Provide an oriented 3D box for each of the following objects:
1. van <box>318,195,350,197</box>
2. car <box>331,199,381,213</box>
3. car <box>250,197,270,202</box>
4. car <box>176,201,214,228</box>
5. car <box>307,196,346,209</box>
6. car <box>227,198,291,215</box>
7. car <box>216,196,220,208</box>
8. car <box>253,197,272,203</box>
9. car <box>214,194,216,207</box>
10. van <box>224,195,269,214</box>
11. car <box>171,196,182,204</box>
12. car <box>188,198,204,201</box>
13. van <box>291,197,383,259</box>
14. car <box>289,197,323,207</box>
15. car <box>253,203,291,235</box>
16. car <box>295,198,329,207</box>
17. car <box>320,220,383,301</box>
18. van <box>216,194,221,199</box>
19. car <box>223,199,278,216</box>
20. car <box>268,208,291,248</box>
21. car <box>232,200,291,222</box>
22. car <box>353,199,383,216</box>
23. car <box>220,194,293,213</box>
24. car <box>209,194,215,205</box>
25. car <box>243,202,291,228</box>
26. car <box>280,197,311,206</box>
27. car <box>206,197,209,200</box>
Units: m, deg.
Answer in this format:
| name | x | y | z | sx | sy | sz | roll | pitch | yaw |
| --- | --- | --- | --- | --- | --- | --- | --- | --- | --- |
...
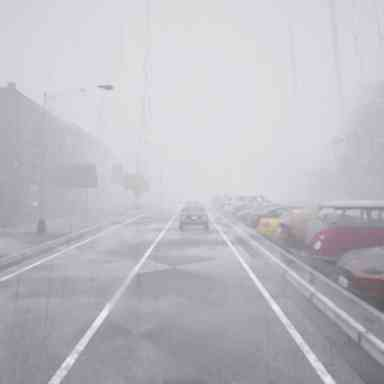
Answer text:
| name | x | y | z | sx | sy | sz | roll | pitch | yaw |
| --- | --- | --- | --- | --- | --- | --- | --- | --- | --- |
| van | 18.803 | 1.324 | 43.594 | 4.442 | 1.987 | 1.878 | 0 | 0 | 0 |
| car | 18.687 | 1.571 | 38.021 | 4.674 | 1.452 | 2.002 | 0 | 0 | 0 |
| car | 18.734 | 2.069 | 91.928 | 5.008 | 1.535 | 2.097 | 0 | -1 | 0 |
| car | 0.106 | 1.563 | 21.993 | 2.033 | 1.411 | 5.357 | 0 | 0 | 0 |
| car | 18.656 | 1.436 | 46.374 | 4.553 | 1.767 | 2.185 | 0 | 0 | 0 |
| car | 5.616 | 1.495 | 26.709 | 4.892 | 1.521 | 2.231 | 0 | 0 | 0 |
| car | 5.604 | 1.532 | 37.926 | 4.892 | 1.521 | 2.231 | 0 | 0 | 0 |
| car | 18.723 | 2.068 | 88.779 | 4.674 | 1.452 | 2.002 | 0 | -1 | 0 |
| car | 5.576 | 1.424 | 43.535 | 4.553 | 1.767 | 2.185 | 0 | 0 | 0 |
| van | 5.728 | 1.296 | 35.124 | 4.442 | 1.987 | 1.878 | 0 | 0 | 0 |
| car | -3.231 | 1.654 | 69.017 | 2.097 | 1.767 | 4.553 | 0 | -1 | 0 |
| car | 0.112 | 1.646 | 42.587 | 1.994 | 1.385 | 4.181 | 0 | 0 | 0 |
| van | 5.523 | 1.249 | 9.896 | 4.442 | 1.987 | 1.878 | 0 | 0 | 0 |
| car | 18.696 | 1.613 | 54.728 | 5.008 | 1.535 | 2.097 | 0 | -1 | 0 |
| car | 5.819 | 1.472 | 15.503 | 5.366 | 1.575 | 1.946 | 0 | 0 | 0 |
| car | 18.691 | 1.634 | 51.941 | 4.674 | 1.452 | 2.002 | 0 | 0 | 0 |
| car | 5.613 | 1.504 | 7.093 | 4.792 | 1.488 | 2.163 | 0 | 0 | 0 |
| van | 5.492 | 1.315 | 40.731 | 4.442 | 1.987 | 1.878 | 0 | 0 | 0 |
| car | 5.609 | 1.512 | 32.320 | 5.008 | 1.535 | 2.097 | 0 | 0 | 0 |
| car | 5.665 | 1.505 | 12.700 | 4.792 | 1.488 | 2.163 | 0 | 0 | 0 |
| car | 5.595 | 1.516 | 23.911 | 4.792 | 1.488 | 2.163 | 0 | 0 | 0 |
| car | 18.689 | 1.513 | 32.449 | 5.008 | 1.535 | 2.097 | 0 | 0 | 0 |
| car | 5.646 | 1.252 | 29.517 | 5.566 | 2.045 | 2.435 | 0 | 0 | 0 |
| car | 5.636 | 1.311 | 46.336 | 5.566 | 2.045 | 2.435 | 0 | 0 | 0 |
| car | 5.625 | 1.477 | 18.303 | 5.008 | 1.535 | 2.097 | 0 | 0 | 0 |
| car | 18.691 | 1.665 | 60.296 | 5.008 | 1.535 | 2.097 | 0 | -1 | 0 |
| car | 5.640 | 1.364 | 54.746 | 5.566 | 2.045 | 2.435 | 0 | 0 | 0 |
